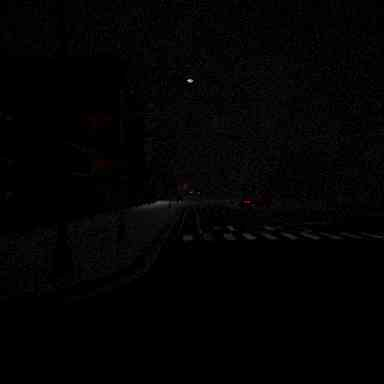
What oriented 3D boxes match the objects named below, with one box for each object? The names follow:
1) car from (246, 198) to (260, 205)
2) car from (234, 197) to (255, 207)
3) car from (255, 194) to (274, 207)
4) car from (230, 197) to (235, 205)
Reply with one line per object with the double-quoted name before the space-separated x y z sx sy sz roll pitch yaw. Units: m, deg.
"car" 11.930 1.873 65.293 1.895 1.301 4.718 -1 0 0
"car" 8.673 1.744 54.886 1.837 1.490 4.892 -1 0 0
"car" 11.920 1.427 54.915 2.150 2.045 5.566 -1 0 0
"car" 8.679 1.809 65.265 1.837 1.490 4.892 -1 0 0
